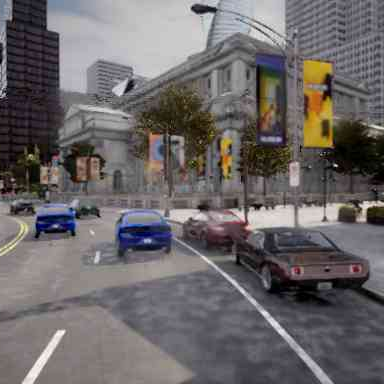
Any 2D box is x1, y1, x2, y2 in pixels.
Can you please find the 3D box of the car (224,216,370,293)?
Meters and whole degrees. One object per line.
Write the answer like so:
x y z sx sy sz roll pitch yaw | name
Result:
2.355 1.555 8.753 1.895 1.301 4.718 0 0 -7 | car

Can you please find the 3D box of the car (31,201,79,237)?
-7.442 1.480 18.198 1.882 1.535 5.008 0 0 -22 | car

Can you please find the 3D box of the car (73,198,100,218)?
-9.772 1.339 29.546 2.097 1.767 4.553 0 0 -33 | car

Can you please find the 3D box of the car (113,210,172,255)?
-2.081 1.456 13.344 1.882 1.535 5.008 0 0 -15 | car

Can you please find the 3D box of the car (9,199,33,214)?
-18.085 1.534 35.362 1.837 1.490 4.892 0 0 -36 | car
